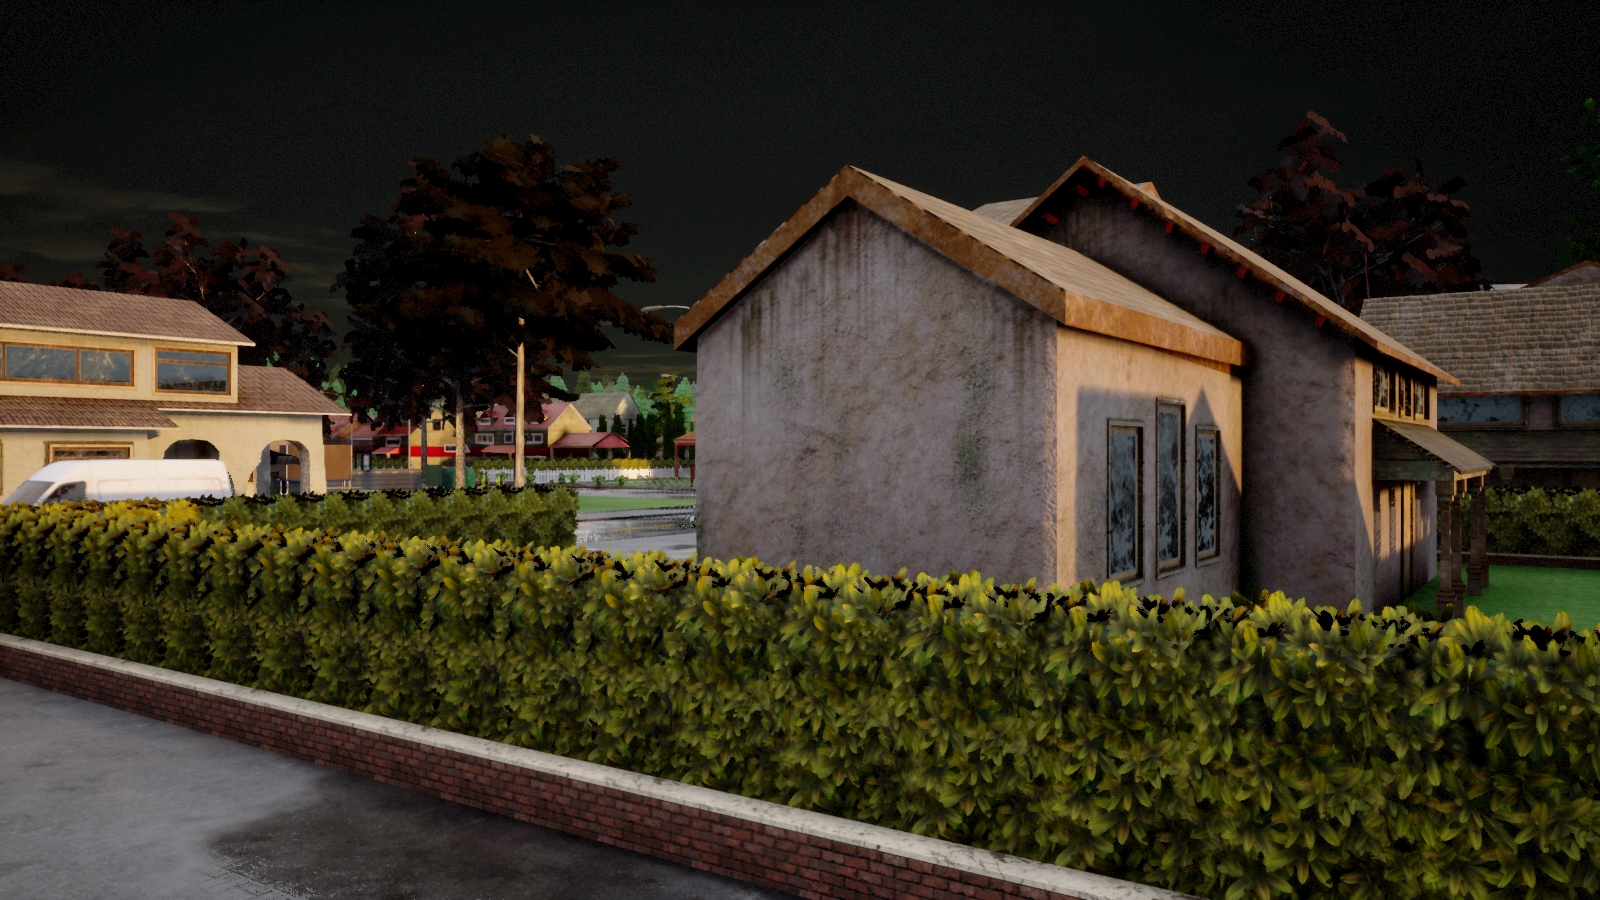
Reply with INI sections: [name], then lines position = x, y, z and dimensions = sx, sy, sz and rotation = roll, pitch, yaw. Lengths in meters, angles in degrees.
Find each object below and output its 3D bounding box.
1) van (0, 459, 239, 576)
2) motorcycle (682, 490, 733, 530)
[van]
position = -17.204, 1.524, 28.060
dimensions = 1.988, 2.561, 5.915
rotation = 0, 0, 35
[motorcycle]
position = -3.311, 2.131, 40.941
dimensions = 0.856, 1.316, 1.805
rotation = 0, 0, 35
